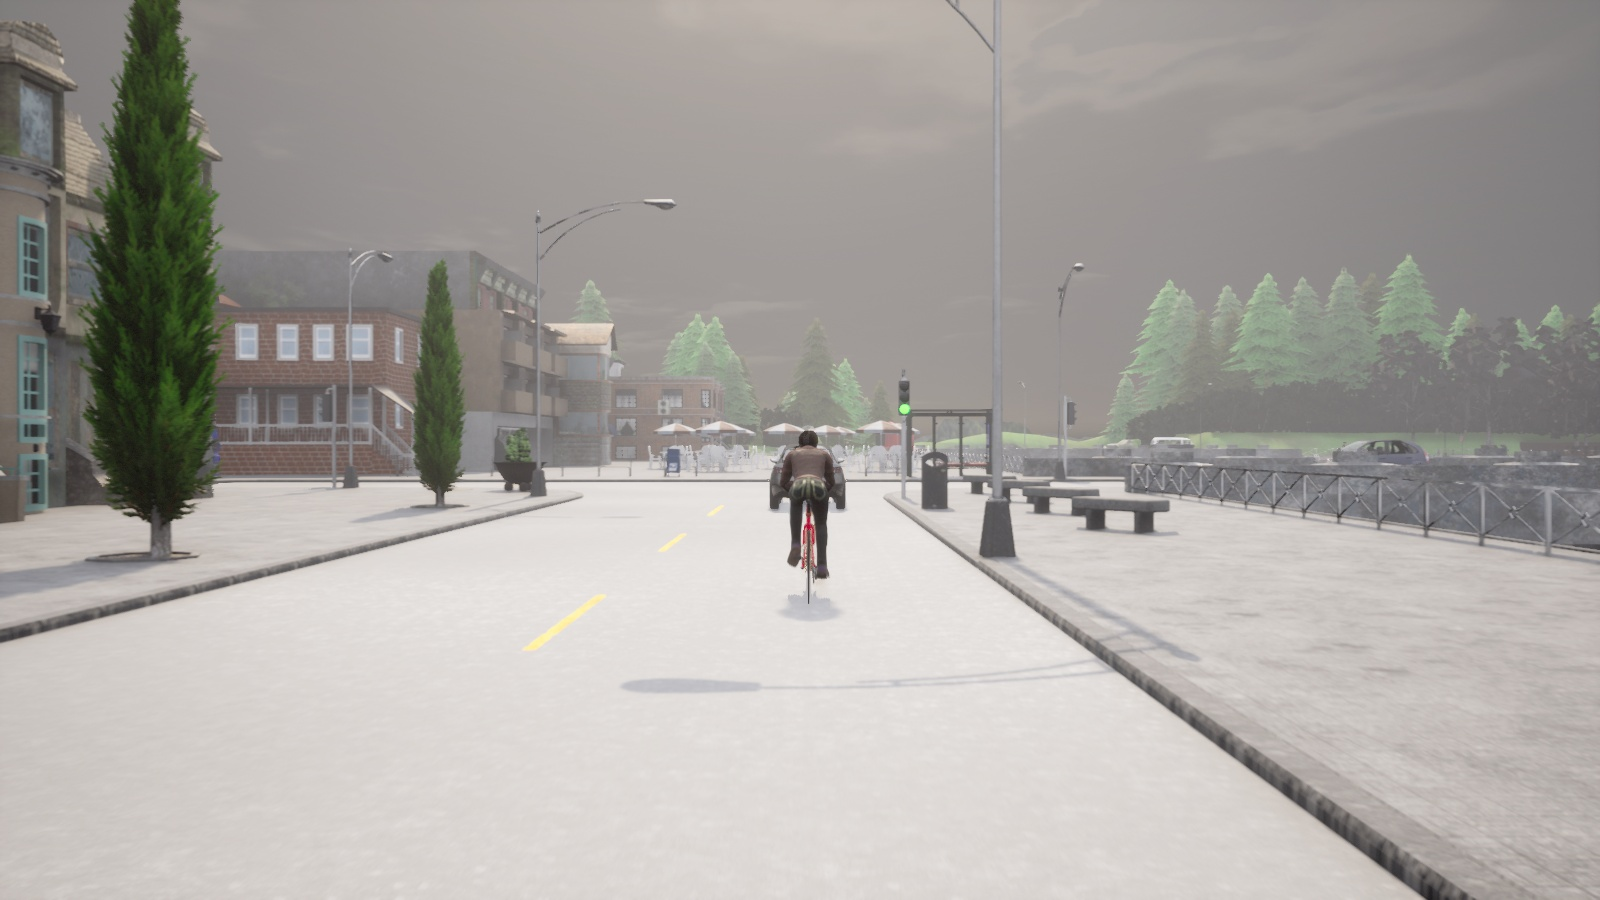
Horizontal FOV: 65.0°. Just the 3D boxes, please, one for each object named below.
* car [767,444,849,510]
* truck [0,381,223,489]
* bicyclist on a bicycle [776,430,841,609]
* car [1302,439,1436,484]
[{"bbox_3d":[0.180,0.591,30.000,1.816,1.474,4.193,0,0,0],"label":"car"},{"bbox_3d":[-23.729,-0.490,41.598,7.936,3.462,2.891,0,0,1],"label":"truck"},{"bbox_3d":[0.082,0.630,12.207,0.582,1.620,1.656,0,0,0],"label":"bicyclist on a bicycle"},{"bbox_3d":[20.498,0.405,45.356,3.988,1.617,1.851,0,0,0],"label":"car"}]
